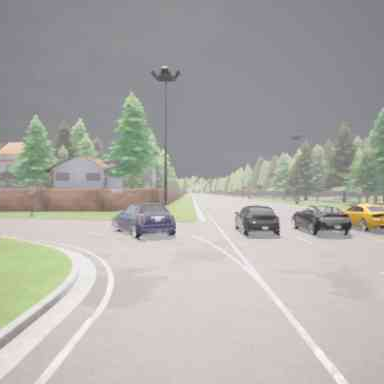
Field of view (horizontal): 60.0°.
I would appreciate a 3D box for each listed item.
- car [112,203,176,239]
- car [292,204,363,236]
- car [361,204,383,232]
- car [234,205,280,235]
[{"bbox_3d":[-2.670,1.344,17.725,2.097,1.767,4.553,0,0,-29],"label":"car"},{"bbox_3d":[7.045,1.483,18.520,2.128,1.511,4.902,0,0,0],"label":"car"},{"bbox_3d":[10.536,1.468,20.148,1.882,1.535,5.008,0,0,0],"label":"car"},{"bbox_3d":[3.545,1.496,18.602,1.837,1.490,4.892,0,0,0],"label":"car"}]
